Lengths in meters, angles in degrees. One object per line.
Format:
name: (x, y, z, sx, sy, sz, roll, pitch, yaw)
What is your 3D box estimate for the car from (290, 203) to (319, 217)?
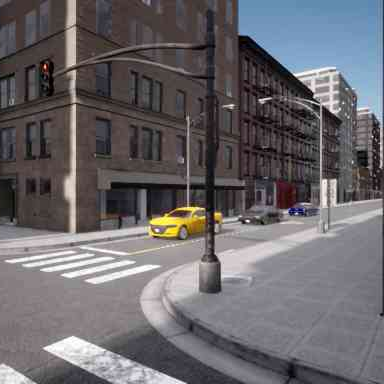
car: (11.515, 1.816, 34.333, 1.895, 1.301, 4.718, 0, 0, 36)

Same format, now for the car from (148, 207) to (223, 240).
car: (-0.214, 1.576, 17.895, 1.882, 1.535, 5.008, 0, 0, 35)

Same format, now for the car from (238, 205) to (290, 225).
car: (5.527, 1.704, 25.953, 2.033, 1.411, 5.357, 0, 0, 35)
